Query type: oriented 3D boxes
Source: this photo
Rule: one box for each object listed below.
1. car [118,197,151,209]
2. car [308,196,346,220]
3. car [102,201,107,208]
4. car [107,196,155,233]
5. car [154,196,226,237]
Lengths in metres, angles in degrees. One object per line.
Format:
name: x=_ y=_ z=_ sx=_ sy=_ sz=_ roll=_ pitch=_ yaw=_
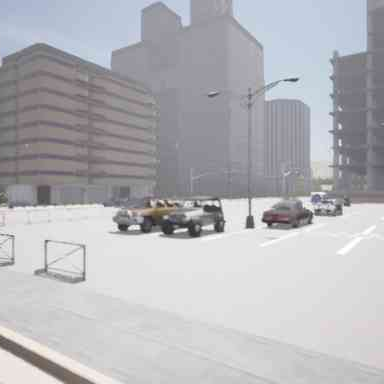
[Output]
car: x=-8.145 y=1.546 z=47.702 sx=1.837 sy=1.490 sz=4.892 roll=0 pitch=0 yaw=34
car: x=12.211 y=1.404 z=29.943 sx=1.970 sy=1.475 sz=3.806 roll=0 pitch=0 yaw=34
car: x=-11.170 y=1.549 z=49.475 sx=1.837 sy=1.490 sz=4.892 roll=0 pitch=0 yaw=34
car: x=-2.174 y=1.168 z=18.645 sx=1.932 sy=1.855 sz=4.605 roll=0 pitch=0 yaw=34
car: x=0.195 y=1.168 z=16.981 sx=1.905 sy=1.878 sz=3.866 roll=0 pitch=0 yaw=34
